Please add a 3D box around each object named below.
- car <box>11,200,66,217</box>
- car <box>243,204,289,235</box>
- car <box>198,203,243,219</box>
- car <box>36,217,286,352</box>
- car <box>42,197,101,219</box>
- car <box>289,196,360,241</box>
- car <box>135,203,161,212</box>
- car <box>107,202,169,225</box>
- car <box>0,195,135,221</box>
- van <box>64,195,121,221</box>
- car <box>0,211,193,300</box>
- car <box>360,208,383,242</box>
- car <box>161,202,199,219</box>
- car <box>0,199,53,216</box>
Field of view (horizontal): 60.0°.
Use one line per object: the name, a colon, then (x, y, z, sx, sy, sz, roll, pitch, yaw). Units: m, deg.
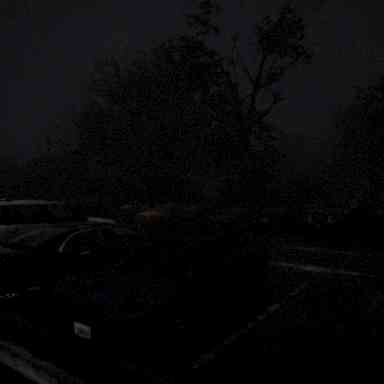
car: (-15.342, 1.564, 33.456, 2.002, 1.452, 4.674, 0, 0, 36)
car: (5.087, 1.501, 18.938, 2.163, 1.488, 4.792, 0, 0, 35)
car: (2.784, 1.505, 20.505, 2.163, 1.488, 4.792, 0, 0, 35)
car: (-0.120, 1.498, 6.520, 2.163, 1.488, 4.792, 0, 0, 35)
car: (-10.829, 1.377, 30.195, 2.185, 1.767, 4.553, 0, 0, 35)
car: (7.322, 1.218, 17.278, 2.435, 2.045, 5.566, 0, 0, 35)
car: (-1.846, 1.480, 23.607, 1.946, 1.575, 5.366, 0, 0, 35)
car: (-4.009, 1.527, 25.371, 2.002, 1.452, 4.674, 0, 0, 35)
car: (-4.655, 1.223, 9.816, 2.435, 2.045, 5.566, 0, 0, 35)
van: (-8.479, 1.269, 28.701, 1.878, 1.987, 4.442, 0, 0, 35)
car: (-2.386, 1.471, 8.162, 2.231, 1.521, 4.892, 0, 0, 35)
car: (9.606, 1.469, 15.682, 2.097, 1.535, 5.008, 0, 0, 35)
car: (0.528, 1.479, 22.138, 2.097, 1.535, 5.008, 0, 0, 35)
car: (-17.608, 1.539, 35.078, 2.097, 1.535, 5.008, -1, 0, 36)
